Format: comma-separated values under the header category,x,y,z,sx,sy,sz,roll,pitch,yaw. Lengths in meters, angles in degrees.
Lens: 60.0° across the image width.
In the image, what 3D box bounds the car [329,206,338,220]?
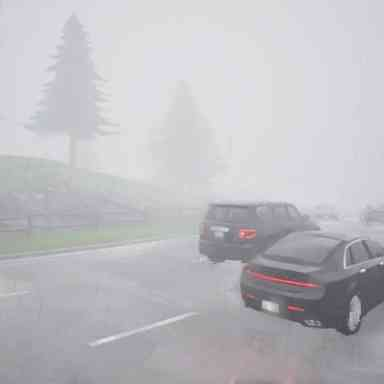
category,x,y,z,sx,sy,sz,roll,pitch,yaw
car,12.576,1.898,31.537,1.895,1.301,4.718,0,0,17

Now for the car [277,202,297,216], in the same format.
category,x,y,z,sx,sy,sz,roll,pitch,yaw
car,10.906,1.888,38.022,2.033,1.411,5.357,0,0,17

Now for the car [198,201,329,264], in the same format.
category,x,y,z,sx,sy,sz,roll,pitch,yaw
car,2.533,1.322,11.437,2.150,2.045,5.566,0,0,41

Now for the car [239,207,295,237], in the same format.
category,x,y,z,sx,sy,sz,roll,pitch,yaw
car,4.825,1.729,20.754,2.033,1.411,5.357,0,-1,29

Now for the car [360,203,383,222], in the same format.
category,x,y,z,sx,sy,sz,roll,pitch,yaw
car,14.285,1.751,25.844,2.128,1.511,4.902,0,0,20

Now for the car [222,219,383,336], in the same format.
category,x,y,z,sx,sy,sz,roll,pitch,yaw
car,2.968,1.572,6.934,4.892,1.490,1.837,1,0,-44
